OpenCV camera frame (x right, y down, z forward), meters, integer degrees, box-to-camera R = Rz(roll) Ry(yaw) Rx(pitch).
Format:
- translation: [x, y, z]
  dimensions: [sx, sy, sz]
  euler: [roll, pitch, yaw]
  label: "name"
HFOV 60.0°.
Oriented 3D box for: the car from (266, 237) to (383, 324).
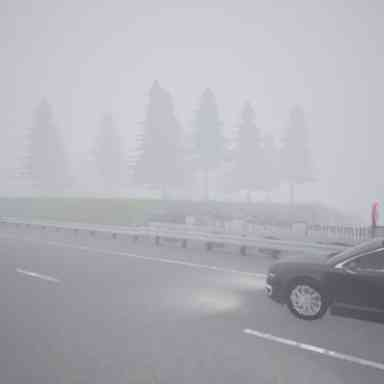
- translation: [3.700, 1.505, 5.652]
  dimensions: [4.892, 1.490, 1.837]
  euler: [0, 0, 35]
  label: "car"
